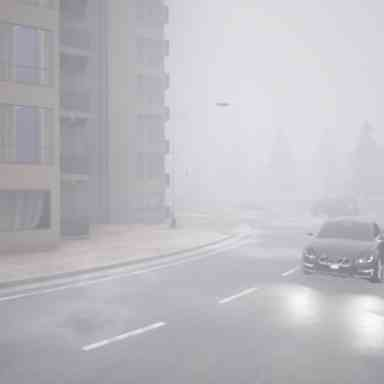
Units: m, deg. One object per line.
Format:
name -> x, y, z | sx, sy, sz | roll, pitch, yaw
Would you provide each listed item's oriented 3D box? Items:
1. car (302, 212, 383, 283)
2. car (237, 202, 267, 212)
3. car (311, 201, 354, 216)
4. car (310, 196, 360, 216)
car -> 4.775, 1.571, 10.096 | 1.837, 1.490, 4.892 | -1, -1, 33
car -> 8.094, 1.976, 45.380 | 1.895, 1.301, 4.718 | 0, -1, -24
car -> 15.288, 1.768, 36.452 | 1.812, 1.442, 4.674 | 0, -1, -15
car -> 13.020, 1.424, 30.523 | 2.150, 2.045, 5.566 | 0, 0, -7
